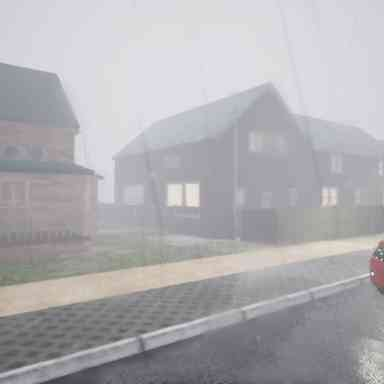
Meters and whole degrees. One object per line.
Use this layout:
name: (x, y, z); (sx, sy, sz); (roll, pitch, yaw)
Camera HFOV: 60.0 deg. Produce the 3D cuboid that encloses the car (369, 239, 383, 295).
car: (6.318, 1.266, 7.548); (5.566, 2.045, 2.150); (0, 0, -35)
